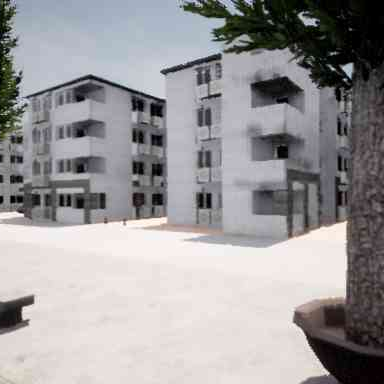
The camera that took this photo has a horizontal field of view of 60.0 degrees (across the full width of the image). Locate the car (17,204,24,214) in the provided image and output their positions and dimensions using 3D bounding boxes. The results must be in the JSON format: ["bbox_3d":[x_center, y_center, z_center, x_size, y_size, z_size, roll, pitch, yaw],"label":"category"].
[{"bbox_3d":[-19.476,1.973,42.380,4.536,1.218,1.853,0,0,-25],"label":"car"}]

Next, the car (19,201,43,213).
[{"bbox_3d":[-21.508,1.918,44.306,1.845,1.501,3.633,0,-1,-43],"label":"car"}]

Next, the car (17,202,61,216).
[{"bbox_3d":[-19.428,2.130,42.401,4.974,1.542,2.038,0,0,-25],"label":"car"}]
